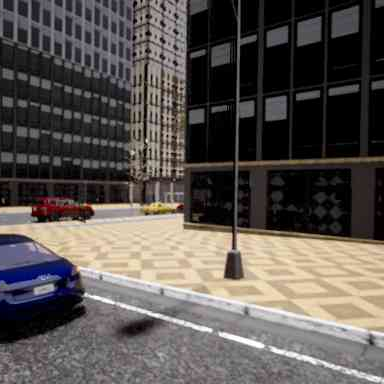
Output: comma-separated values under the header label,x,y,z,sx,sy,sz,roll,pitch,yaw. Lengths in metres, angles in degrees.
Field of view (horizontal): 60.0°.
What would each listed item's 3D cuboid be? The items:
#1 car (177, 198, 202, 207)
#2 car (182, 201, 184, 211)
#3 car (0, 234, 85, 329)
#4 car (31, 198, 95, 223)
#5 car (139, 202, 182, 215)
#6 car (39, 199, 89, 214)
label,x,y,z,sx,sy,sz,roll,pitch,yaw
car,-0.344,1.755,54.483,1.947,1.339,4.313,1,0,36
car,-0.297,1.842,40.440,1.802,1.307,4.206,1,0,36
car,-4.031,1.532,6.557,4.181,1.385,1.994,0,0,35
car,-10.343,1.425,26.828,2.192,1.841,5.009,1,0,36
car,-3.546,1.737,36.039,1.752,1.417,4.829,1,0,36
car,-13.840,1.515,36.203,1.752,1.417,4.829,1,0,36
